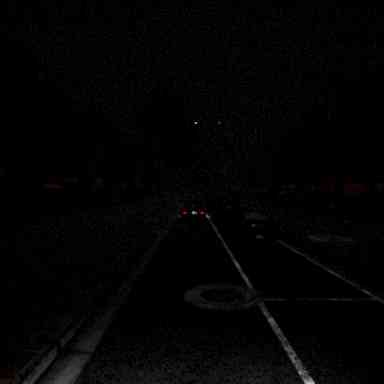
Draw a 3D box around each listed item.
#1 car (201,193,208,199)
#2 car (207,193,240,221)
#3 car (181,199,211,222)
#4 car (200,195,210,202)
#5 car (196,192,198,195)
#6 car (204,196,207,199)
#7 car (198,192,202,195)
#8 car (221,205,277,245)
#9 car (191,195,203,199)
[{"bbox_3d":[2.661,1.183,42.888,2.192,1.841,5.009,1,0,0],"label":"car"},{"bbox_3d":[2.657,1.240,26.266,2.192,1.841,5.009,1,0,0],"label":"car"},{"bbox_3d":[0.107,1.475,25.330,2.033,1.411,5.357,0,0,0],"label":"car"},{"bbox_3d":[2.666,1.316,70.594,1.887,1.381,4.507,1,0,0],"label":"car"},{"bbox_3d":[2.668,1.299,81.675,1.947,1.339,4.313,1,0,0],"label":"car"},{"bbox_3d":[2.657,1.453,37.348,1.947,1.339,4.313,1,0,0],"label":"car"},{"bbox_3d":[2.666,1.125,59.511,2.192,1.841,5.009,1,0,0],"label":"car"},{"bbox_3d":[2.651,1.512,15.184,2.008,1.369,4.403,1,0,0],"label":"car"},{"bbox_3d":[0.111,1.469,42.721,1.895,1.301,4.718,0,0,0],"label":"car"}]
